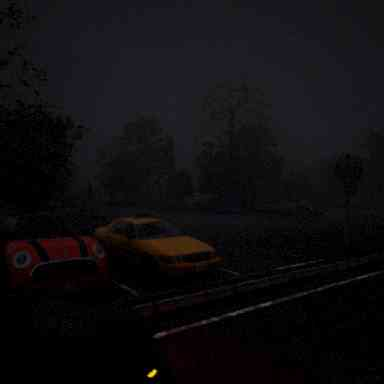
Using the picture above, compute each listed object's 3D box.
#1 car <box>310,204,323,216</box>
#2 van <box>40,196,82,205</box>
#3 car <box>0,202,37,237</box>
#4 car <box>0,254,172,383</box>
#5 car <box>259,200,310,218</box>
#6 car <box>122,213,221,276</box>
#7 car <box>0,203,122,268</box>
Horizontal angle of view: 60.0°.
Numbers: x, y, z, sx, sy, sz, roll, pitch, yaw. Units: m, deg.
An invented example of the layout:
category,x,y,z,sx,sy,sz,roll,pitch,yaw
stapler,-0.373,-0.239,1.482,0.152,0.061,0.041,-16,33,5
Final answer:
category,x,y,z,sx,sy,sz,roll,pitch,yaw
car,11.281,1.608,34.660,2.185,1.767,4.553,1,-1,-36
van,-8.055,1.240,20.501,1.878,1.987,4.442,0,0,-36
car,-10.495,1.462,19.107,1.946,1.575,5.366,0,0,-36
car,-2.326,1.529,2.018,4.674,1.442,1.812,0,0,-36
car,8.737,1.721,32.763,2.002,1.452,4.674,1,-1,-36
car,-1.346,1.461,10.128,1.946,1.575,5.366,0,0,-36
car,-3.837,1.339,8.592,2.185,1.767,4.553,0,0,-36
